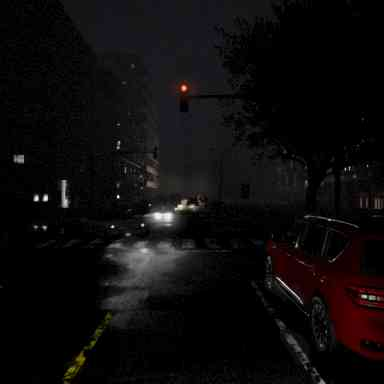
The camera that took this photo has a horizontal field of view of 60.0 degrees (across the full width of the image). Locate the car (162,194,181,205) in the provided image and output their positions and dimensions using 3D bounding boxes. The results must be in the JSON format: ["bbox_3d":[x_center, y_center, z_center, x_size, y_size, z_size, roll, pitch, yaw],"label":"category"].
[{"bbox_3d":[-3.068,1.504,49.429,1.882,1.535,5.008,0,0,0],"label":"car"}]

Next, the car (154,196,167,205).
[{"bbox_3d":[-5.667,1.481,60.443,1.967,1.590,4.097,0,0,0],"label":"car"}]

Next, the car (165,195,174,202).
[{"bbox_3d":[-5.659,1.514,82.574,1.967,1.590,4.097,0,0,0],"label":"car"}]

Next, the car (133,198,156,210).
[{"bbox_3d":[-5.674,1.566,38.312,2.008,1.369,4.403,0,0,0],"label":"car"}]

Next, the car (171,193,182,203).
[{"bbox_3d":[-3.044,1.262,60.142,2.150,2.045,5.566,0,0,0],"label":"car"}]

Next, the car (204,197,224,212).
[{"bbox_3d":[2.706,1.560,38.309,1.887,1.381,4.507,0,0,0],"label":"car"}]

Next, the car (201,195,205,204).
[{"bbox_3d":[2.709,1.552,49.544,1.752,1.417,4.829,0,0,0],"label":"car"}]

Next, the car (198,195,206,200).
[{"bbox_3d":[2.725,1.645,93.636,2.008,1.369,4.403,0,0,0],"label":"car"}]

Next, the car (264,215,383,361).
[{"bbox_3d":[2.695,1.316,5.921,2.192,1.841,5.009,0,0,0],"label":"car"}]

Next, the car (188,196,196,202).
[{"bbox_3d":[0.031,1.664,79.390,1.895,1.301,4.718,0,0,0],"label":"car"}]

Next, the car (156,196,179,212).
[{"bbox_3d":[-3.079,1.508,39.208,2.128,1.511,4.902,0,0,2],"label":"car"}]

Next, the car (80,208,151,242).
[{"bbox_3d":[-4.057,1.604,16.746,1.895,1.301,4.718,0,0,-34],"label":"car"}]

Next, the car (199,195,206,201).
[{"bbox_3d":[2.723,1.629,88.103,1.887,1.381,4.507,0,0,0],"label":"car"}]

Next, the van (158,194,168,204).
[{"bbox_3d":[-5.665,1.390,65.976,1.690,1.788,3.998,0,0,0],"label":"van"}]

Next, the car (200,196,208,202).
[{"bbox_3d":[2.719,1.590,77.208,1.752,1.417,4.829,0,0,0],"label":"car"}]

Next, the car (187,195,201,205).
[{"bbox_3d":[0.121,1.601,57.855,1.994,1.385,4.181,0,0,0],"label":"car"}]
